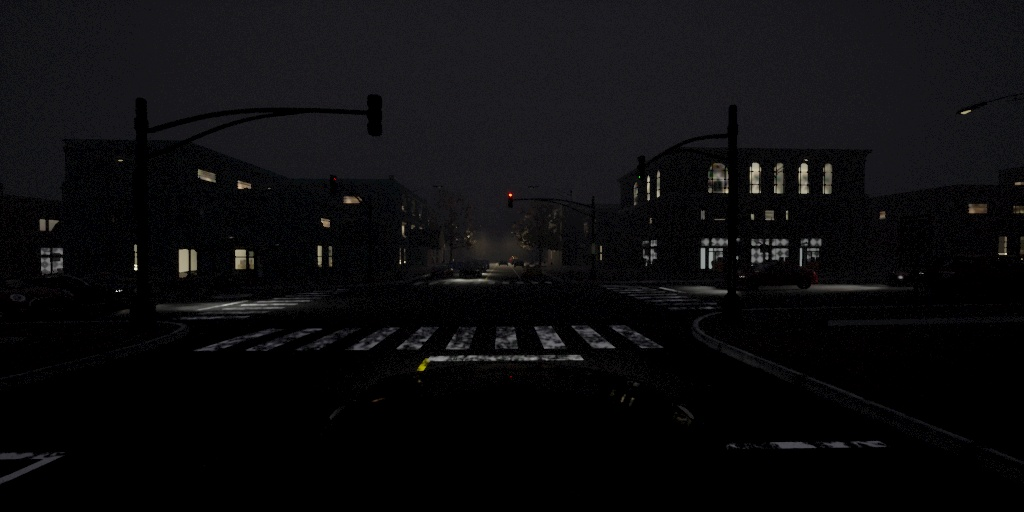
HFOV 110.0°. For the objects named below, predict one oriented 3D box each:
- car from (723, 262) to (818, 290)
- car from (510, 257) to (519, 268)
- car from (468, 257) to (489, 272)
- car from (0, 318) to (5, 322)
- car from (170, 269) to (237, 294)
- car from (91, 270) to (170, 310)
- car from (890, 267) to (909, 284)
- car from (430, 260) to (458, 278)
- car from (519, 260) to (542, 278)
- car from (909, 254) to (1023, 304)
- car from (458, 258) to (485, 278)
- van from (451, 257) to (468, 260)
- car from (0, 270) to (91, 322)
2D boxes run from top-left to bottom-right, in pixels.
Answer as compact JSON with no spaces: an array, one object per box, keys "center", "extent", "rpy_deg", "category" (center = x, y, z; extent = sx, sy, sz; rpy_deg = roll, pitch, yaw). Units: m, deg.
[{"center":[14.306,1.063,19.928],"extent":[4.674,1.442,1.812],"rpy_deg":[-1,1,-2],"category":"car"},{"center":[1.178,1.289,61.531],"extent":[2.007,1.370,4.403],"rpy_deg":[0,0,-1],"category":"car"},{"center":[-4.180,1.220,44.461],"extent":[1.882,1.535,5.008],"rpy_deg":[0,0,-1],"category":"car"},{"center":[-5.661,1.295,1.086],"extent":[1.888,1.381,4.507],"rpy_deg":[0,0,-1],"category":"car"},{"center":[-18.678,1.474,21.093],"extent":[4.313,1.339,1.948],"rpy_deg":[0,0,-2],"category":"car"},{"center":[-18.238,1.450,15.310],"extent":[4.902,1.511,2.128],"rpy_deg":[-1,1,-2],"category":"car"},{"center":[24.410,0.907,20.366],"extent":[4.902,1.511,2.128],"rpy_deg":[-1,1,-2],"category":"car"},{"center":[-6.492,1.326,33.595],"extent":[1.802,1.307,4.207],"rpy_deg":[0,0,-1],"category":"car"},{"center":[1.881,1.270,33.979],"extent":[1.751,1.417,4.829],"rpy_deg":[0,0,-1],"category":"car"},{"center":[19.642,0.843,14.370],"extent":[5.009,1.841,2.192],"rpy_deg":[0,0,-2],"category":"car"},{"center":[-3.920,1.222,34.421],"extent":[1.882,1.535,5.008],"rpy_deg":[0,0,-2],"category":"car"},{"center":[-6.775,1.083,44.683],"extent":[1.690,1.789,3.998],"rpy_deg":[0,0,-1],"category":"van"},{"center":[-18.346,1.423,12.752],"extent":[4.097,1.591,1.967],"rpy_deg":[0,0,-2],"category":"car"}]
